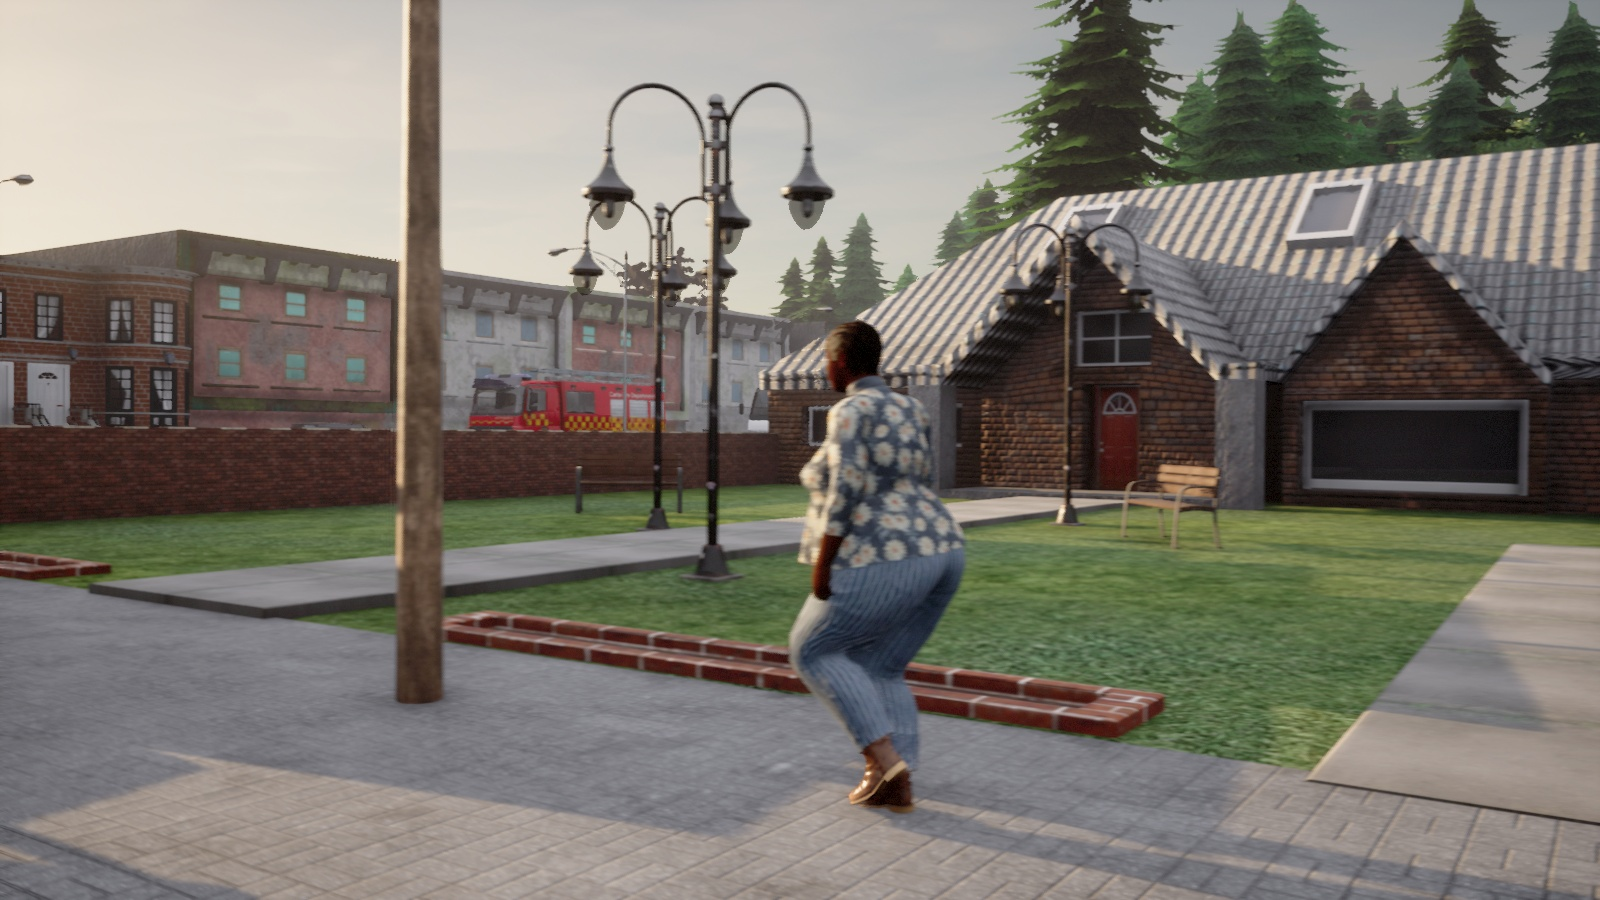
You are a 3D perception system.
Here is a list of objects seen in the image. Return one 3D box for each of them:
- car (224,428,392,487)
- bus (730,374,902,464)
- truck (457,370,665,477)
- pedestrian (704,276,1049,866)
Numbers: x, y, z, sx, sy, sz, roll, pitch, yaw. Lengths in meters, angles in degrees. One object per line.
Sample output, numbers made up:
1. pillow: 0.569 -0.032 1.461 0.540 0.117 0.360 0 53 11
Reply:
1. car: -15.484 0.188 39.743 2.097 1.767 4.553 0 1 34
2. bus: 1.050 -1.535 64.568 3.944 4.253 10.273 0 1 33
3. truck: -9.140 -1.023 49.271 2.891 3.827 8.468 0 1 34
4. pedestrian: 0.288 0.376 4.569 0.900 1.855 0.874 0 1 39
